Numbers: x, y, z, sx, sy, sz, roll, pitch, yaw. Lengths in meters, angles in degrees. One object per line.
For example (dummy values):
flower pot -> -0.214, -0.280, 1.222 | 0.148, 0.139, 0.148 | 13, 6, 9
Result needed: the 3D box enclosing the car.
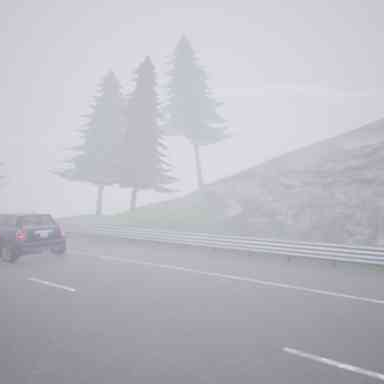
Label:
car -> -7.003, 1.545, 12.954 | 4.553, 1.767, 2.097 | 0, -1, 33
